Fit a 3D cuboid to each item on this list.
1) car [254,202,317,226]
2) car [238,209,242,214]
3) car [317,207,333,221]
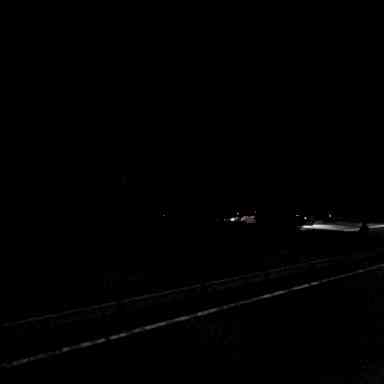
[{"bbox_3d":[6.622,1.651,24.601,1.994,1.385,4.181,0,-1,-39],"label":"car"},{"bbox_3d":[2.734,1.787,34.667,2.033,1.411,5.357,0,-1,-42],"label":"car"},{"bbox_3d":[8.981,1.586,27.250,2.128,1.511,4.902,0,-1,-39],"label":"car"}]
